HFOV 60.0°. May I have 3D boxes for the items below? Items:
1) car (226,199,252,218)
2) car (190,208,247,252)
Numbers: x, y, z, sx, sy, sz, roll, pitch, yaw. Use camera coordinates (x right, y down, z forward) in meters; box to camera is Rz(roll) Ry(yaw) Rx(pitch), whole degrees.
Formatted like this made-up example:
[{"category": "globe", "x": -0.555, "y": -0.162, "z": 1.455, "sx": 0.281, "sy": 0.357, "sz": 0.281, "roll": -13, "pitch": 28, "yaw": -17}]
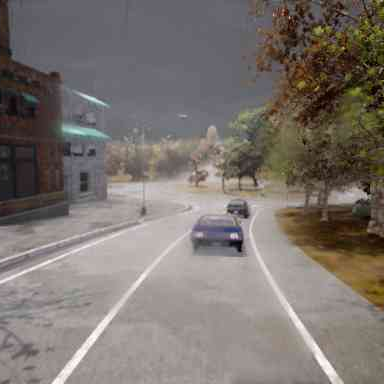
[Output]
[{"category": "car", "x": 4.162, "y": 1.409, "z": 29.740, "sx": 1.837, "sy": 1.490, "sz": 4.892, "roll": 2, "pitch": 1, "yaw": 13}, {"category": "car", "x": 1.125, "y": 1.533, "z": 13.763, "sx": 1.895, "sy": 1.301, "sz": 4.718, "roll": 1, "pitch": 0, "yaw": 7}]
